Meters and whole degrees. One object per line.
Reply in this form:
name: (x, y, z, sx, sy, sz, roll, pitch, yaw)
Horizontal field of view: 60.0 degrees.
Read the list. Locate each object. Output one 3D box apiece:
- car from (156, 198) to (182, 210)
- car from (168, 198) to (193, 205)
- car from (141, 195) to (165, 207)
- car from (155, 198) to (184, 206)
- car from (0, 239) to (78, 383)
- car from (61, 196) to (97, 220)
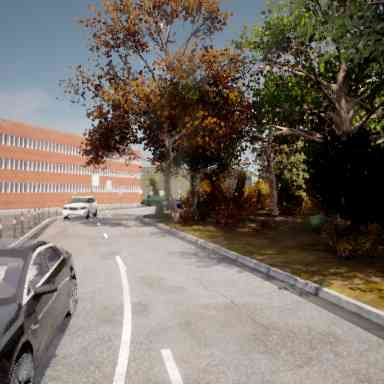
car: (-2.768, 1.893, 45.955, 1.895, 1.301, 4.718, 0, 0, 21)
car: (-2.385, 1.918, 69.381, 4.674, 1.452, 2.002, 0, 0, 20)
car: (-6.303, 1.579, 58.780, 5.566, 2.045, 2.435, 0, 0, 20)
car: (-4.335, 1.856, 64.078, 5.008, 1.535, 2.097, 0, 0, 20)
car: (-2.800, 1.495, 4.525, 2.128, 1.511, 4.902, 0, 0, -10)
car: (-10.104, 1.385, 30.256, 2.150, 2.045, 5.566, -1, 0, -5)
